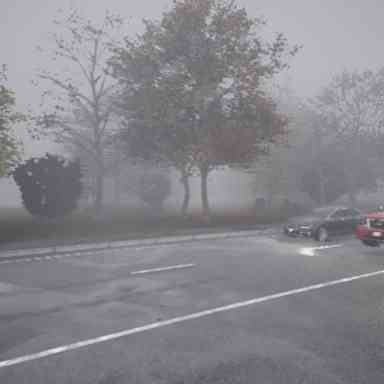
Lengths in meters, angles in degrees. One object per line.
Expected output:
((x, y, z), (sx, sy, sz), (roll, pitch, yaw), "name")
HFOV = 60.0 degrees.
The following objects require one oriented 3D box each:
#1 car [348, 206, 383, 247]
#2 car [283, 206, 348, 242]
((9.183, 1.176, 13.383), (5.566, 2.045, 2.150), (0, 0, -27), "car")
((6.545, 1.445, 15.913), (4.892, 1.490, 1.837), (0, 0, -28), "car")
